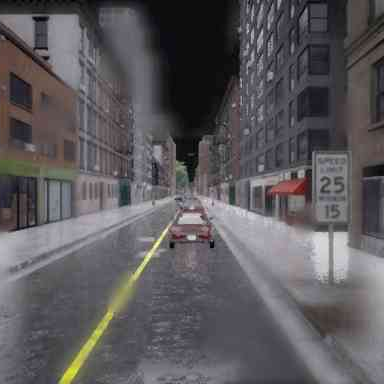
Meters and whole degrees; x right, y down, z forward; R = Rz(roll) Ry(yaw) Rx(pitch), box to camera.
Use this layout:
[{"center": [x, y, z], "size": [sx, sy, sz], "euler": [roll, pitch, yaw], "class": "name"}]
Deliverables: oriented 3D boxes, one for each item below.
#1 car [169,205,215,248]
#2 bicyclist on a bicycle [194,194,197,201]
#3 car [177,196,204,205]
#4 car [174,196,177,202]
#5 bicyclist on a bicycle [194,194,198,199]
[{"center": [0.000, 1.530, 14.650], "size": [1.812, 1.442, 4.674], "euler": [0, 0, 0], "class": "car"}, {"center": [0.815, 1.370, 79.394], "size": [0.866, 1.612, 1.509], "euler": [0, 0, 0], "class": "bicyclist on a bicycle"}, {"center": [0.000, 1.354, 29.620], "size": [2.097, 1.767, 4.553], "euler": [0, 0, 0], "class": "car"}, {"center": [-2.999, 1.485, 75.936], "size": [1.895, 1.301, 4.718], "euler": [0, 0, 0], "class": "car"}, {"center": [0.816, 1.380, 70.394], "size": [0.866, 1.612, 1.509], "euler": [0, 0, 0], "class": "bicyclist on a bicycle"}]
